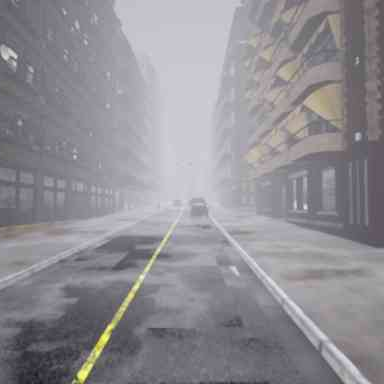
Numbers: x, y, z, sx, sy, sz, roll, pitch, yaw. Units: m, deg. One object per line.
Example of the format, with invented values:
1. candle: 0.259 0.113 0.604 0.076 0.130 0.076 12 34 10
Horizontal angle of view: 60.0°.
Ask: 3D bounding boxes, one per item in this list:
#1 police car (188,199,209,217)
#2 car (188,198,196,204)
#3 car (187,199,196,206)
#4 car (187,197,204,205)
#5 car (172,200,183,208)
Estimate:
1. police car: 0.800 1.853 36.526 1.930 1.638 5.238 0 -1 0
2. car: -0.059 2.427 88.054 2.128 1.511 4.902 0 -1 0
3. car: -0.049 2.224 73.049 1.837 1.490 4.892 0 -1 0
4. car: 0.794 1.767 46.455 2.150 2.045 5.566 0 -1 0
5. car: -2.811 2.260 65.085 1.837 1.490 4.892 0 0 0
